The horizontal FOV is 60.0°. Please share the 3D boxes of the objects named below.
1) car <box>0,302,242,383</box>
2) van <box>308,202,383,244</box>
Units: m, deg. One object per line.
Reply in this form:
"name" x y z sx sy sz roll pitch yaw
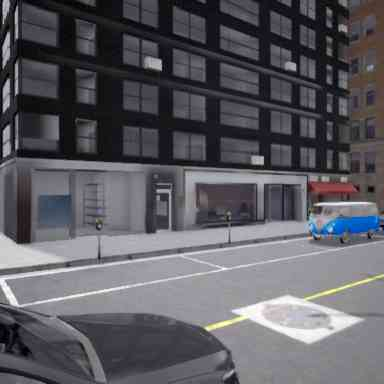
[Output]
"car" -1.704 1.525 2.218 4.674 1.442 1.812 0 0 -35
"van" 7.074 1.341 15.444 3.998 1.788 1.690 0 0 -36
